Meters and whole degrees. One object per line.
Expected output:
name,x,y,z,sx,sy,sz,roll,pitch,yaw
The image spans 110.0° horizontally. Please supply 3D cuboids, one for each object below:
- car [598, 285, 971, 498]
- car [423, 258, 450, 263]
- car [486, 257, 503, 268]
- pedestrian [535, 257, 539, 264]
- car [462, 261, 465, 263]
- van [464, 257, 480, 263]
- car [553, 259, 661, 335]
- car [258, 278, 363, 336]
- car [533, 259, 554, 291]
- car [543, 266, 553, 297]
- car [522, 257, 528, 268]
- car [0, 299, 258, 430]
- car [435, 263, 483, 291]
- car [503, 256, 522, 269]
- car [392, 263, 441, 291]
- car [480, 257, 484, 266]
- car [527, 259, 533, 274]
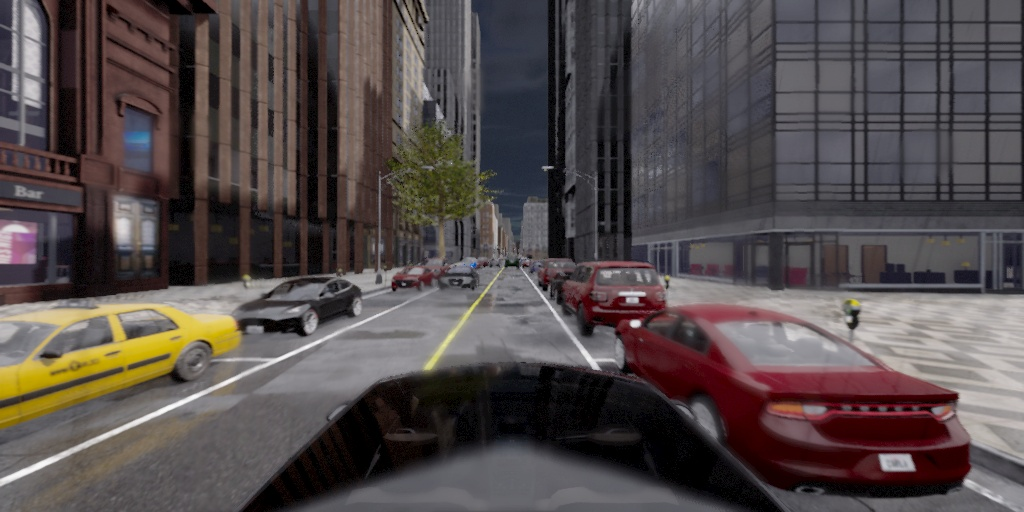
car,2.668,1.294,4.718,1.888,1.381,4.507,0,0,0
car,-5.851,1.062,27.285,2.192,1.841,5.009,0,0,0
car,-3.018,1.298,63.491,1.837,1.490,4.892,0,0,1
pedestrian,3.012,1.048,43.513,0.375,1.860,0.375,0,0,-15
car,-5.849,1.313,32.925,1.948,1.339,4.313,0,0,0
van,-5.844,1.108,49.841,1.690,1.789,3.998,0,0,0
car,2.670,1.062,10.358,2.192,1.841,5.009,0,0,0
car,-5.855,1.313,10.367,1.948,1.339,4.313,0,0,0
car,2.673,1.062,21.635,2.192,1.841,5.009,0,0,0
car,2.672,1.313,15.995,1.948,1.339,4.313,0,0,0
car,2.684,1.335,61.105,1.888,1.381,4.507,0,0,0
car,-5.857,1.274,4.556,1.751,1.417,4.829,0,0,0
car,-3.095,1.311,21.763,1.994,1.385,4.181,0,0,0
car,0.022,0.987,56.556,2.150,2.045,5.566,0,0,0
car,-5.852,1.292,21.645,1.888,1.381,4.507,0,0,0
car,-5.843,1.219,55.480,1.967,1.591,4.097,0,0,0
car,3.011,1.278,40.676,1.812,1.442,4.674,0,0,0
